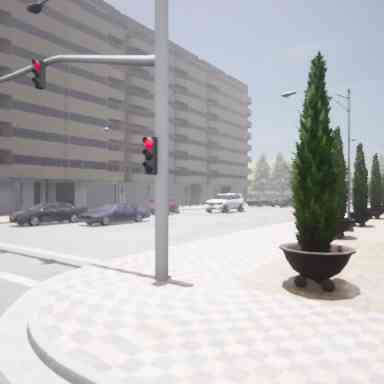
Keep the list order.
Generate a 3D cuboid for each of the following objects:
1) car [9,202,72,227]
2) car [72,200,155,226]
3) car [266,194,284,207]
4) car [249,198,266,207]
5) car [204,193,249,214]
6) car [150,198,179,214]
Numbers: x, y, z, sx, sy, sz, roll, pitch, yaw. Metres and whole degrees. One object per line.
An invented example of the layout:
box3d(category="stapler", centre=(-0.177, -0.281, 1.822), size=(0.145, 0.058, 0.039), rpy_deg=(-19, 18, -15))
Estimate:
box3d(category="car", centre=(-9.823, 1.455, 22.758), size=(1.837, 1.490, 4.892), rpy_deg=(0, 0, 35))
box3d(category="car", centre=(-5.241, 1.497, 23.178), size=(2.033, 1.411, 5.357), rpy_deg=(0, 0, 36))
box3d(category="car", centre=(13.383, 1.266, 48.586), size=(2.150, 2.045, 5.566), rpy_deg=(0, 0, 36))
box3d(category="car", centre=(10.053, 1.551, 49.973), size=(1.895, 1.301, 4.718), rpy_deg=(0, 0, 36))
box3d(category="car", centre=(3.537, 1.172, 35.264), size=(2.150, 2.045, 5.566), rpy_deg=(0, 0, 36))
box3d(category="car", centre=(-3.246, 1.303, 31.910), size=(2.097, 1.767, 4.553), rpy_deg=(0, 0, 36))
